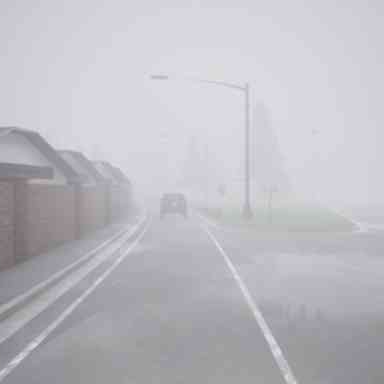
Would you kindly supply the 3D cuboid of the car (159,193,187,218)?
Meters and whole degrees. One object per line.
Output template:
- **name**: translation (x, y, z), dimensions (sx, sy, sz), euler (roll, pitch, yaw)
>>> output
- **car**: translation (-1.649, 1.122, 28.815), dimensions (2.150, 2.045, 5.566), euler (0, 0, -6)

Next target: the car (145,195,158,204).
- **car**: translation (-7.268, 1.289, 60.184), dimensions (2.128, 1.511, 4.902), euler (0, 0, -15)
